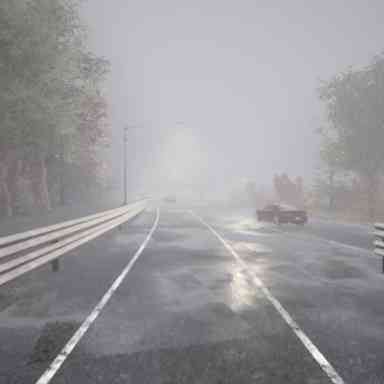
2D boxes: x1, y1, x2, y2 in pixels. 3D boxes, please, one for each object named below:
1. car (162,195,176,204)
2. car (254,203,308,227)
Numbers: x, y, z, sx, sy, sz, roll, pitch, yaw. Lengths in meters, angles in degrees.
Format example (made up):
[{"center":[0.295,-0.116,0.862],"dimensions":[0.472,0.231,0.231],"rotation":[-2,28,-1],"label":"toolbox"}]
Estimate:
[{"center":[-4.458,1.275,63.392],"dimensions":[2.097,1.767,4.553],"rotation":[0,0,-15],"label":"car"},{"center":[6.098,1.513,23.416],"dimensions":[1.882,1.535,5.008],"rotation":[2,0,-15],"label":"car"}]
